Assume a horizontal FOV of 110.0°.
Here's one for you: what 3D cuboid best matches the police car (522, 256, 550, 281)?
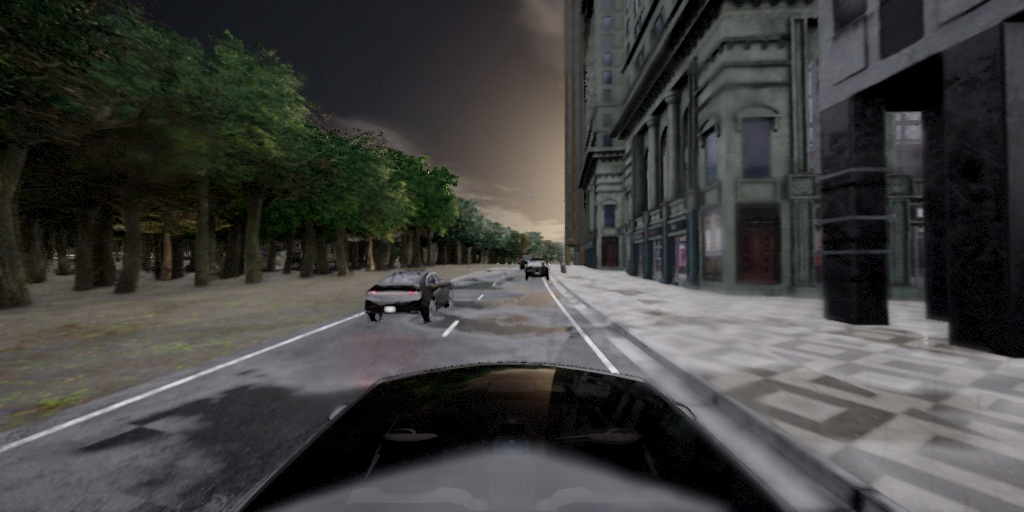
[{"bbox_3d":[2.024,1.055,29.136,1.930,1.638,5.238,0,0,3],"label":"police car"}]

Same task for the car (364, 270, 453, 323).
[{"bbox_3d":[-3.247,1.222,12.119,2.128,1.511,4.902,0,0,1],"label":"car"}]

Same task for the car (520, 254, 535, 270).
[{"bbox_3d":[2.295,0.790,48.942,2.150,2.045,5.566,0,0,6],"label":"car"}]
